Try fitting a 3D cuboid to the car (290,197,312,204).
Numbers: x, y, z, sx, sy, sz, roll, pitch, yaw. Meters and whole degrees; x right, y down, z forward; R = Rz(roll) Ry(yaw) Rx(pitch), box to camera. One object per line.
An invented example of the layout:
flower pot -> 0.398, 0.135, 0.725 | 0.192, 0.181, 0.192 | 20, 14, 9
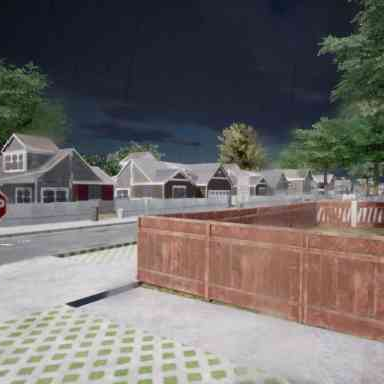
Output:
car -> 15.156, 1.413, 46.050 | 1.994, 1.385, 4.181 | 0, 0, 36
